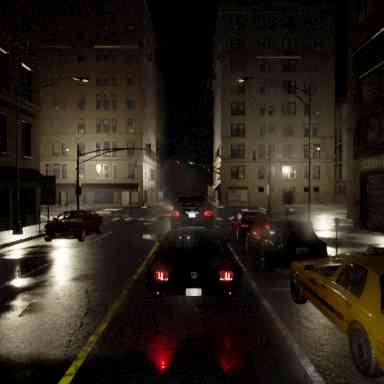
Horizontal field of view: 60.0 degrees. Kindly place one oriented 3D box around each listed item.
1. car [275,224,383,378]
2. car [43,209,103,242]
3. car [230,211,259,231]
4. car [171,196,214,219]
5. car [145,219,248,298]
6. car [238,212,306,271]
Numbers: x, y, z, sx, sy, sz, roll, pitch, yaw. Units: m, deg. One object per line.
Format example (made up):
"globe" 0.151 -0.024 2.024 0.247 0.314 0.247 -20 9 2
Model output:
"car" 2.865 1.524 5.310 1.752 1.417 4.829 -1 0 0
"car" -5.672 1.538 16.316 1.887 1.381 4.507 -1 0 0
"car" 2.873 1.576 16.312 1.802 1.307 4.206 -1 0 0
"car" 0.006 1.215 18.473 2.150 2.045 5.566 0 0 0
"car" 0.048 1.598 8.481 1.895 1.301 4.718 0 0 0
"car" 2.869 1.562 10.726 1.947 1.339 4.313 -1 0 0
